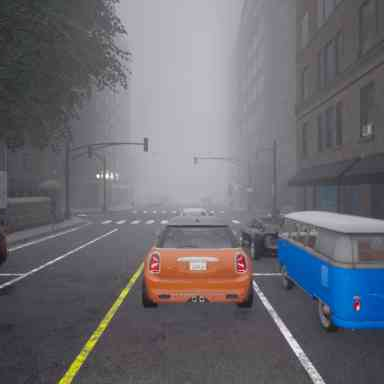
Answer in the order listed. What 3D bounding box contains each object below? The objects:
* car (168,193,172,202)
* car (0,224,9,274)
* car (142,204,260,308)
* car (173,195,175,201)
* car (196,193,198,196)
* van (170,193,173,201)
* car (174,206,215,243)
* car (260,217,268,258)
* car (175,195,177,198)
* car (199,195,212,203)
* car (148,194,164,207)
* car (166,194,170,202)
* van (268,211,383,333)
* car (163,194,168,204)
[{"bbox_3d":[-5.652,1.515,66.545,1.887,1.381,4.507,0,0,0],"label":"car"},{"bbox_3d":[-5.667,1.314,6.504,2.192,1.841,5.009,0,0,0],"label":"car"},{"bbox_3d":[0.104,1.351,8.096,2.097,1.767,4.553,0,0,0],"label":"car"},{"bbox_3d":[-5.649,1.523,77.446,2.008,1.369,4.403,0,0,0],"label":"car"},{"bbox_3d":[2.880,1.507,93.991,1.752,1.417,4.829,0,0,0],"label":"car"},{"bbox_3d":[-5.651,1.312,71.996,1.690,1.788,3.998,0,0,0],"label":"van"},{"bbox_3d":[0.106,1.521,17.097,1.812,1.442,4.674,0,0,0],"label":"car"},{"bbox_3d":[2.860,1.563,12.202,1.947,1.339,4.313,0,0,0],"label":"car"},{"bbox_3d":[-5.649,1.290,82.897,2.192,1.841,5.009,0,0,0],"label":"car"},{"bbox_3d":[2.872,1.410,66.579,1.967,1.590,4.097,0,0,0],"label":"car"},{"bbox_3d":[-5.656,1.498,50.023,1.752,1.417,4.829,0,0,0],"label":"car"},{"bbox_3d":[-5.653,1.515,61.094,1.887,1.381,4.507,0,0,0],"label":"car"},{"bbox_3d":[2.858,1.340,6.542,1.690,1.788,3.998,0,0,0],"label":"van"},{"bbox_3d":[-5.655,1.522,55.643,2.008,1.369,4.403,0,0,0],"label":"car"}]
